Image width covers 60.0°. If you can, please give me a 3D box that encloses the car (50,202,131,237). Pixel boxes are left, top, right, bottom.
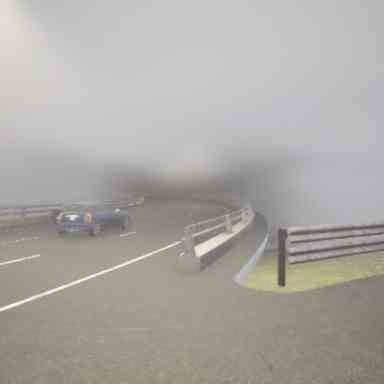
[{"bbox_3d":[-5.111,1.303,18.024,2.097,1.767,4.553,0,0,17],"label":"car"}]

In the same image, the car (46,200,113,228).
[{"bbox_3d":[-7.436,1.410,22.615,1.882,1.535,5.008,0,0,15],"label":"car"}]
